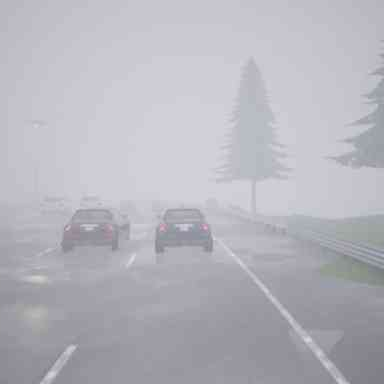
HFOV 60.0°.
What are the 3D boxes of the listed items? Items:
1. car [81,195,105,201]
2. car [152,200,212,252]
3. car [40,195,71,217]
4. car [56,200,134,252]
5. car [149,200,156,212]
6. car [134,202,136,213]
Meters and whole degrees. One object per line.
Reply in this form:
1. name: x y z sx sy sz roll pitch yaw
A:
1. car: -9.828 1.322 32.843 2.150 2.045 5.566 0 0 -11
2. car: -0.425 1.355 14.096 2.097 1.767 4.553 -1 0 -4
3. car: -13.484 1.359 33.118 2.150 2.045 5.566 0 0 -12
4. car: -3.941 1.391 14.389 2.097 1.767 4.553 -1 0 -4
5. car: -3.593 1.600 36.860 1.994 1.385 4.181 0 0 -13
6. car: -7.338 1.638 37.444 1.994 1.385 4.181 0 0 -13
